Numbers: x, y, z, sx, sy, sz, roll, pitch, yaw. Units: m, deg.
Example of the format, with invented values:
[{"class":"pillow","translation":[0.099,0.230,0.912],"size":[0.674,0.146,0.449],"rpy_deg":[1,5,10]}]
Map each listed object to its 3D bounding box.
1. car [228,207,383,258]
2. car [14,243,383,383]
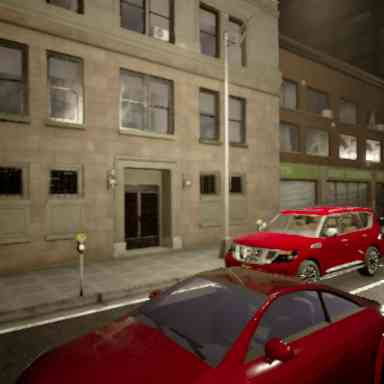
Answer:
[{"class":"car","translation":[3.173,1.344,8.780],"size":[5.009,1.841,2.192],"rpy_deg":[0,0,-38]},{"class":"car","translation":[0.442,1.581,3.434],"size":[4.181,1.385,1.994],"rpy_deg":[0,0,-38]}]
